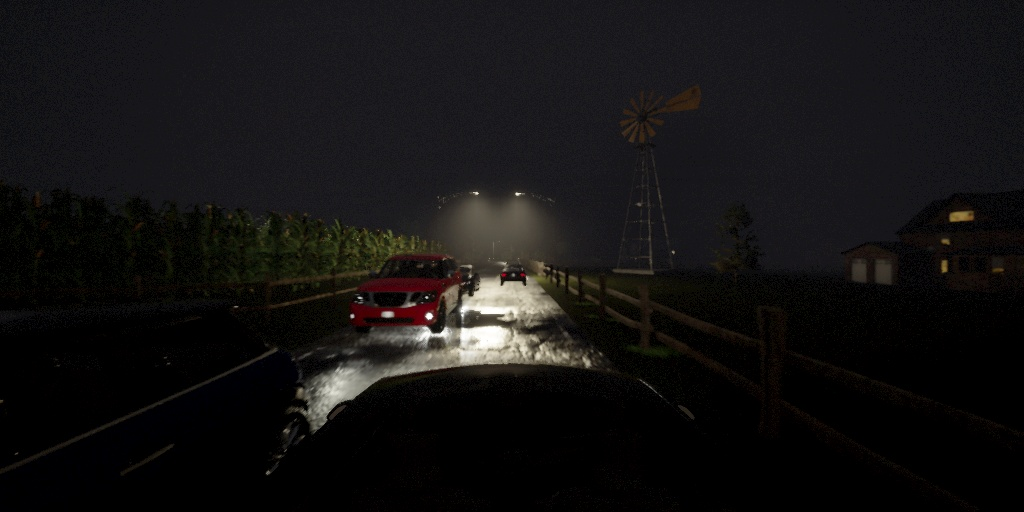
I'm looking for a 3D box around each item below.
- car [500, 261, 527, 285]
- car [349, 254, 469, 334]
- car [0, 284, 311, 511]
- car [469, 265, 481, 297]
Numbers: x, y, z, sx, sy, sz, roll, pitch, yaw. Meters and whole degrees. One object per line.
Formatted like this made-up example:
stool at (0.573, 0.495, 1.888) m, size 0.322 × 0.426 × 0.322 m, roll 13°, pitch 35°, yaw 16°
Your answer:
car at (0.092, 1.294, 25.832) m, size 2.033 × 1.411 × 5.357 m, roll 0°, pitch 0°, yaw 0°
car at (-2.840, 0.962, 10.979) m, size 2.150 × 2.045 × 5.566 m, roll 0°, pitch 0°, yaw 0°
car at (-2.851, 1.100, 1.293) m, size 2.097 × 1.767 × 4.553 m, roll 0°, pitch 0°, yaw 0°
car at (-2.735, 1.235, 18.833) m, size 2.128 × 1.511 × 4.902 m, roll 0°, pitch 0°, yaw 0°
